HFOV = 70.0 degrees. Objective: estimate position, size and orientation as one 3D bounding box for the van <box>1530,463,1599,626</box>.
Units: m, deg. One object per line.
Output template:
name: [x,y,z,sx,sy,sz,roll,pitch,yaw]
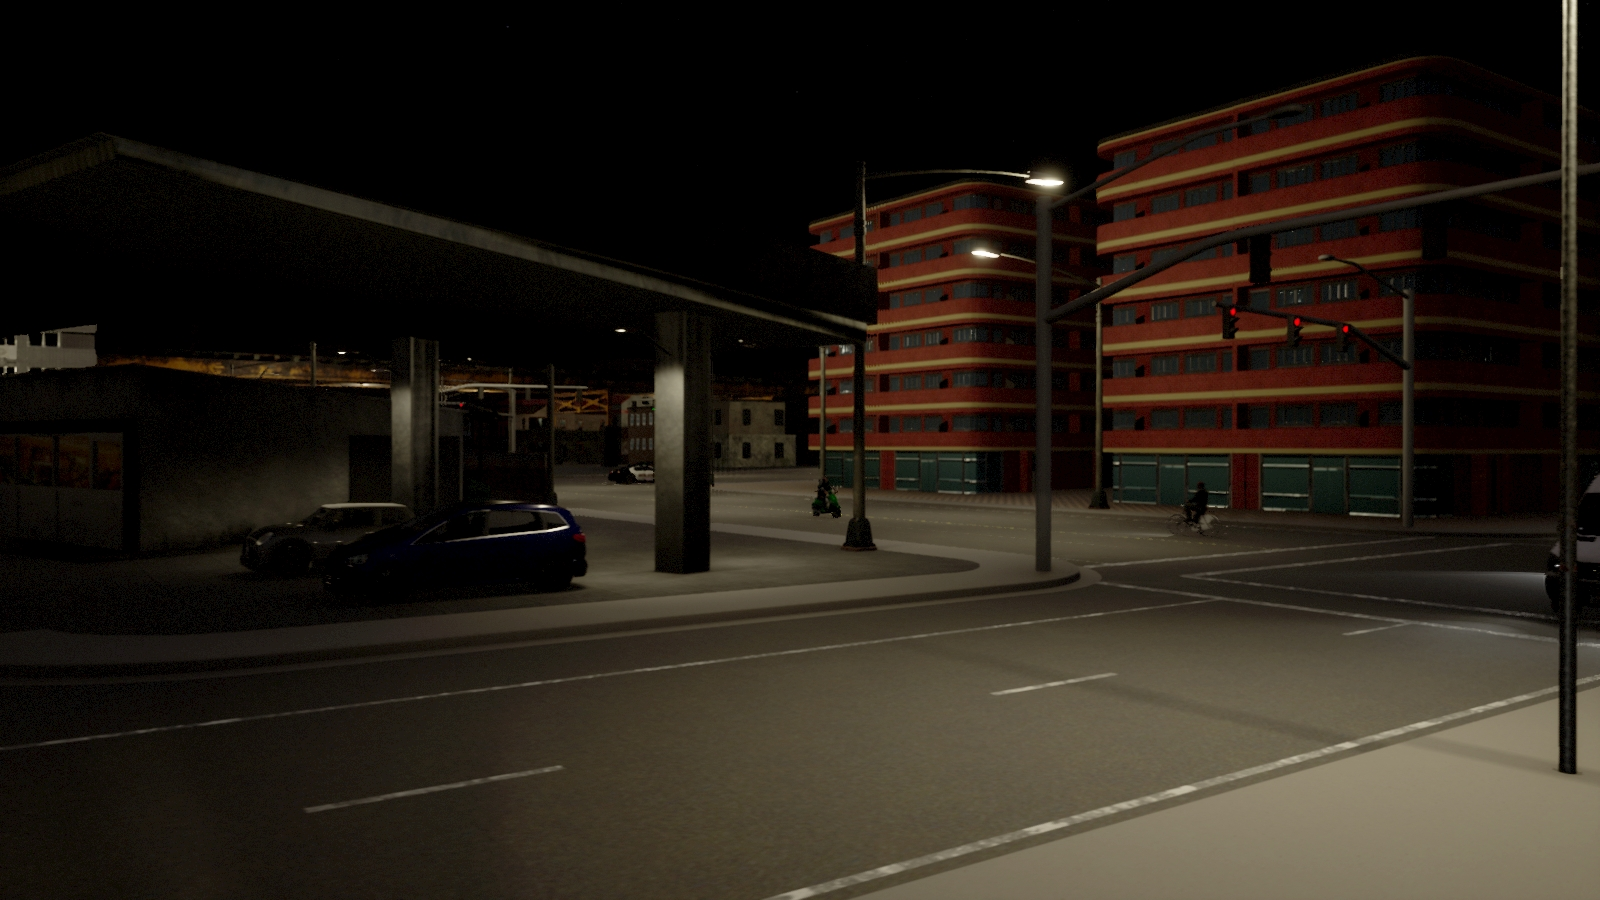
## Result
van: [15.150,1.522,19.909,5.915,2.561,1.988,0,0,-35]
